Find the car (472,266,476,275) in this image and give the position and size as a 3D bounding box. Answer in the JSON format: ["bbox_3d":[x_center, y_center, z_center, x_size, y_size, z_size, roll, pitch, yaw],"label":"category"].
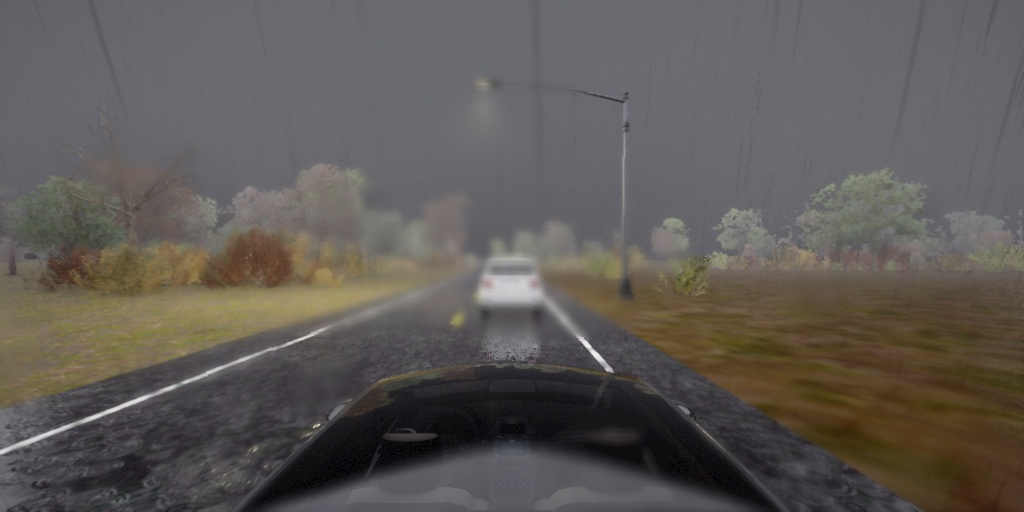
[{"bbox_3d":[-4.039,1.804,47.033,1.994,1.385,4.181,0,0,-1],"label":"car"}]

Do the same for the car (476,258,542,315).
[{"bbox_3d":[-0.024,1.113,14.449,2.150,2.045,5.566,0,0,0],"label":"car"}]
